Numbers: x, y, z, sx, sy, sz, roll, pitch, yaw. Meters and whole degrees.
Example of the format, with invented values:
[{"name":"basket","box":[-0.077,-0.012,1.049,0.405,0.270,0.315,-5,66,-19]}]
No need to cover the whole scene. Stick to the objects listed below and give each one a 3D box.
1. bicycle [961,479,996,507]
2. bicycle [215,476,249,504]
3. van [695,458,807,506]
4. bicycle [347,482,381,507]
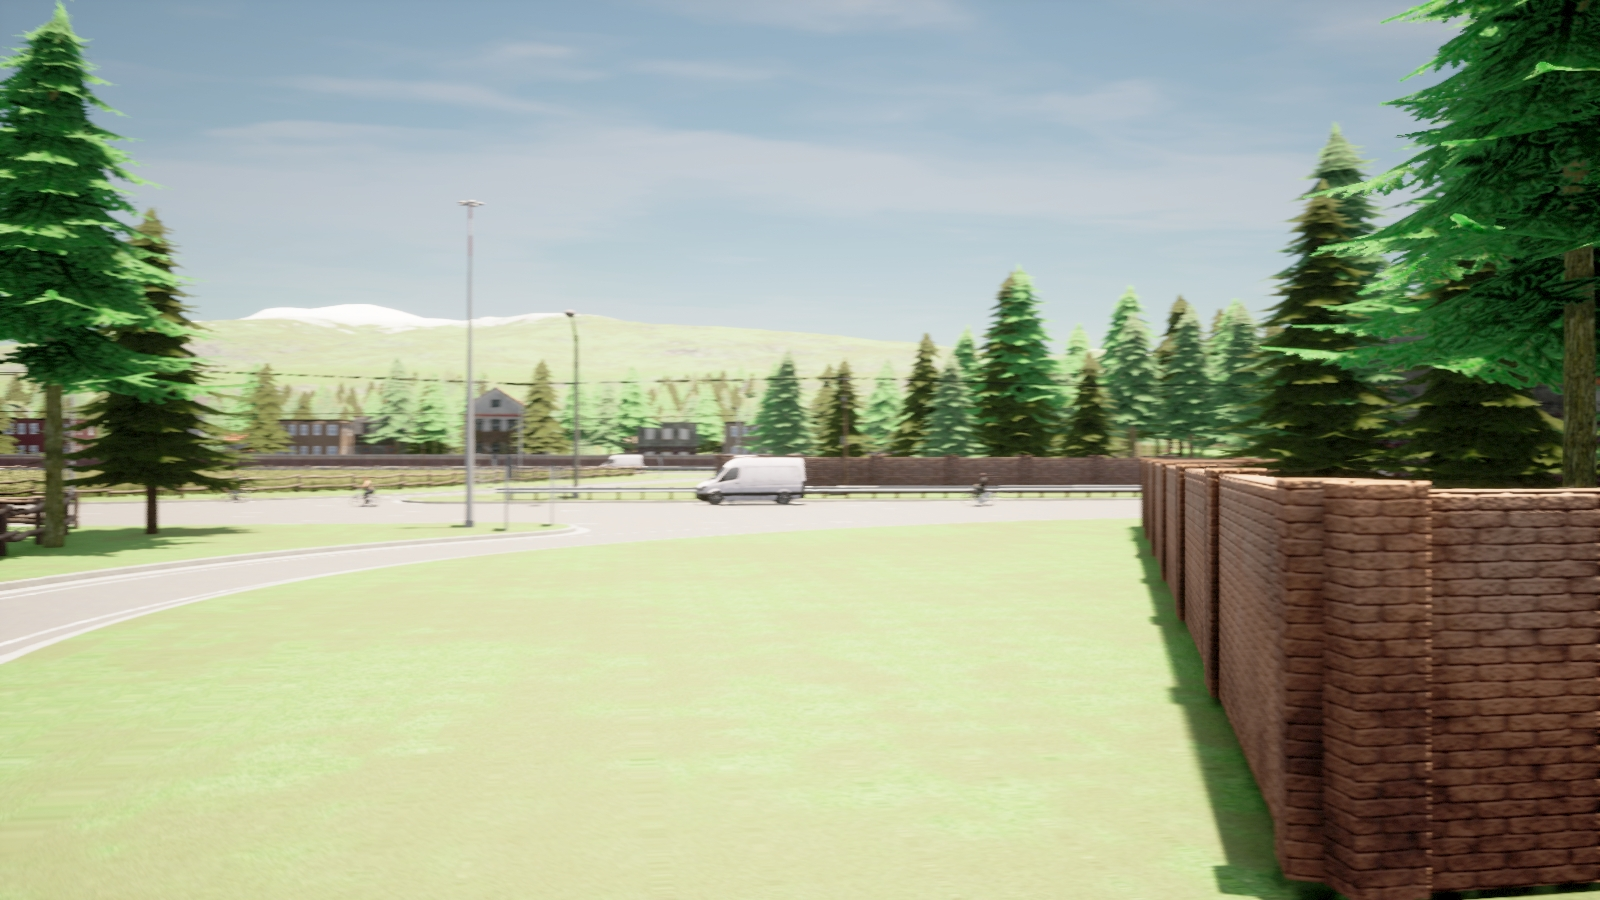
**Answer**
[{"name":"bicycle","box":[9.426,2.251,60.411,1.835,1.471,0.329,0,0,-9]},{"name":"bicycle","box":[-31.462,2.213,63.323,1.643,1.496,0.373,0,-2,-42]},{"name":"van","box":[-2.692,1.718,62.150,5.915,2.561,1.988,0,0,-8]},{"name":"bicycle","box":[-22.561,2.312,59.195,1.487,1.276,0.859,0,0,-9]}]
